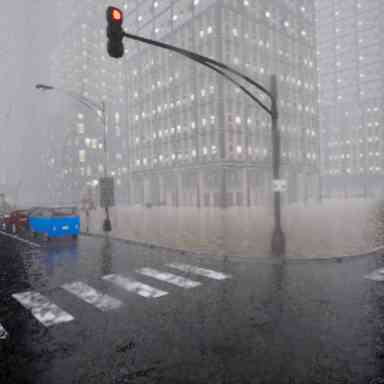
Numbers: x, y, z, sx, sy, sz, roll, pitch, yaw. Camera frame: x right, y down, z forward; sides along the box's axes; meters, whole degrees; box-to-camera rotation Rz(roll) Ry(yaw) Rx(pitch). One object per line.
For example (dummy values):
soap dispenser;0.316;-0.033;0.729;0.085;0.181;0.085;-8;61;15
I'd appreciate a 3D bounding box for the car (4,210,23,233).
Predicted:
car;-10.929;1.826;21.676;1.887;1.381;4.507;-1;0;-40

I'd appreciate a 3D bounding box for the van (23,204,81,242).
van;-7.299;1.525;17.499;1.690;1.788;3.998;-1;0;-40
